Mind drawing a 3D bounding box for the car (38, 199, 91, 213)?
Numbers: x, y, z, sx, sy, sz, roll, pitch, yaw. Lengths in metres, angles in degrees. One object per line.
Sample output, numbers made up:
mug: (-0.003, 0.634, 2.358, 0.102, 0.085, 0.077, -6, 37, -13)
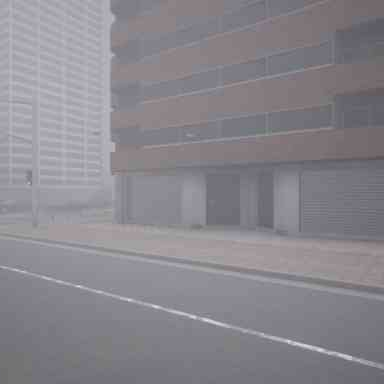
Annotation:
car: (-13.872, 1.601, 36.458, 1.895, 1.301, 4.718, 0, 0, 35)

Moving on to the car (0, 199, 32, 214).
car: (-18.736, 1.477, 35.595, 1.882, 1.535, 5.008, 0, 0, 35)

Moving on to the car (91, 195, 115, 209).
car: (-12.781, 1.505, 44.149, 1.837, 1.490, 4.892, 0, 0, 35)
